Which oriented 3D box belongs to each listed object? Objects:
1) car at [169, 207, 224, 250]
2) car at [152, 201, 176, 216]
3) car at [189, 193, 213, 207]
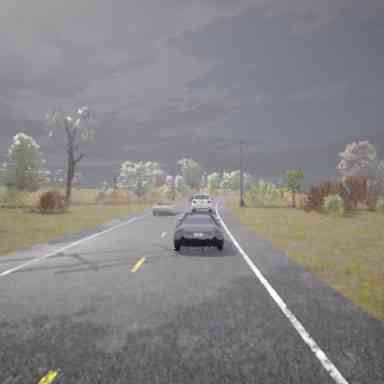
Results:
[{"bbox_3d":[0.287,1.565,14.421,1.994,1.385,4.181,0,0,1],"label":"car"},{"bbox_3d":[-2.756,1.599,33.191,1.895,1.301,4.718,0,0,3],"label":"car"},{"bbox_3d":[1.174,1.218,37.607,2.150,2.045,5.566,0,0,3],"label":"car"}]
